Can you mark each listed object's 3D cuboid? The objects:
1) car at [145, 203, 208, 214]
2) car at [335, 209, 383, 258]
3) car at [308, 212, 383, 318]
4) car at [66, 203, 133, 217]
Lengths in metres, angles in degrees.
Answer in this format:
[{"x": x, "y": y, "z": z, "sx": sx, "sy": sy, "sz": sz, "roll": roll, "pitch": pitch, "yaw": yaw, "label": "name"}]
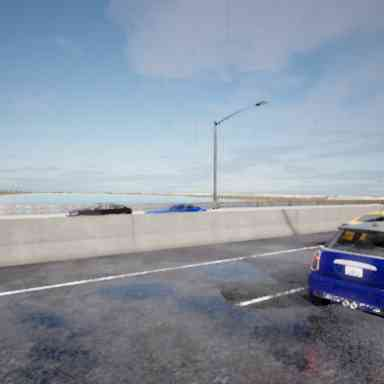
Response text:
[{"x": -1.094, "y": 1.554, "z": 24.562, "sx": 5.008, "sy": 1.535, "sz": 1.882, "roll": 1, "pitch": 0, "yaw": -35, "label": "car"}, {"x": 8.300, "y": 1.565, "z": 13.913, "sx": 5.008, "sy": 1.535, "sz": 1.882, "roll": 0, "pitch": 0, "yaw": -35, "label": "car"}, {"x": 4.512, "y": 1.397, "z": 6.946, "sx": 4.553, "sy": 1.767, "sz": 2.097, "roll": 0, "pitch": 0, "yaw": -35, "label": "car"}, {"x": -6.802, "y": 1.541, "z": 24.860, "sx": 4.902, "sy": 1.511, "sz": 2.128, "roll": 1, "pitch": 0, "yaw": -35, "label": "car"}]
